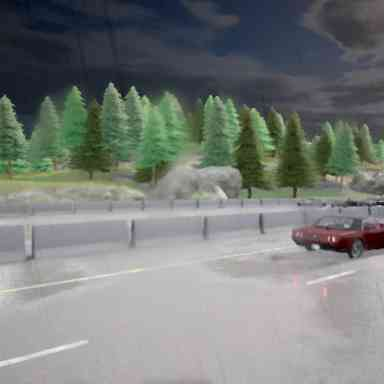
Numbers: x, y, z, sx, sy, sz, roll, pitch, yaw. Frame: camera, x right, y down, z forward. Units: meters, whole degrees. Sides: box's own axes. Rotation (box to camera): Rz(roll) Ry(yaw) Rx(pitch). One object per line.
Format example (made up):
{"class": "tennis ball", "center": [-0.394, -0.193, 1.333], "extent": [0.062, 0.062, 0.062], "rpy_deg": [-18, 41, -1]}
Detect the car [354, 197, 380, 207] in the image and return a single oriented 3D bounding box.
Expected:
{"class": "car", "center": [22.337, 1.360, 40.751], "extent": [4.892, 1.490, 1.837], "rpy_deg": [1, 0, -35]}

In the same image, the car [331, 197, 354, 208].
{"class": "car", "center": [20.116, 1.361, 43.467], "extent": [4.674, 1.442, 1.812], "rpy_deg": [1, 0, -34]}

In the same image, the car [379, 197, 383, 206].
{"class": "car", "center": [23.391, 1.462, 37.233], "extent": [4.718, 1.301, 1.895], "rpy_deg": [0, 0, -35]}

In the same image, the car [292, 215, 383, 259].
{"class": "car", "center": [5.870, 1.486, 12.089], "extent": [4.718, 1.301, 1.895], "rpy_deg": [0, 0, -35]}

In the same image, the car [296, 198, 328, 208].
{"class": "car", "center": [16.248, 1.405, 45.053], "extent": [4.718, 1.301, 1.895], "rpy_deg": [0, 0, -35]}
